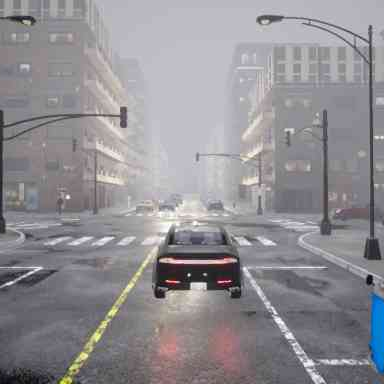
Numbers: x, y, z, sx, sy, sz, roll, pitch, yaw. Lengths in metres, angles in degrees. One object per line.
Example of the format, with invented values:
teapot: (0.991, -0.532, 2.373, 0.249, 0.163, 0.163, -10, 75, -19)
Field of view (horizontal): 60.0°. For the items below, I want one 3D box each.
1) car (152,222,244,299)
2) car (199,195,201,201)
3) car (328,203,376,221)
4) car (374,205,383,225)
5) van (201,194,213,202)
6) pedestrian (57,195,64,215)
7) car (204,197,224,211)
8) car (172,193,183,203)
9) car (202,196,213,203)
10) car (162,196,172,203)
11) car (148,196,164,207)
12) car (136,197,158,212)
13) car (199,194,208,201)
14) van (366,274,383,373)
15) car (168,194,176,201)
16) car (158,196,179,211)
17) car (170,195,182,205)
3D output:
car: (0.123, 1.494, 8.454, 2.128, 1.511, 4.902, 0, 0, 0)
car: (2.881, 1.552, 68.294, 1.752, 1.417, 4.829, 1, 0, 0)
car: (13.715, 1.608, 28.068, 4.097, 1.590, 1.967, 0, -1, 1)
car: (13.590, 1.583, 19.687, 4.313, 1.339, 1.947, 0, -1, 1)
van: (2.854, 1.362, 56.838, 1.690, 1.788, 3.998, 1, 0, 0)
pedestrian: (-12.457, 1.217, 31.392, 0.375, 1.860, 0.375, 0, -1, 1)
car: (2.807, 1.580, 39.911, 1.947, 1.339, 4.313, 1, 0, 0)
car: (-2.902, 1.245, 61.551, 2.150, 2.045, 5.566, 0, 0, 1)
car: (2.821, 1.567, 45.554, 2.008, 1.369, 4.403, 1, 0, 0)
car: (-5.485, 1.575, 73.789, 1.887, 1.381, 4.507, 1, 0, 0)
car: (-5.542, 1.459, 51.218, 1.967, 1.590, 4.097, 1, 0, 0)
car: (-5.573, 1.539, 39.763, 1.752, 1.417, 4.829, 1, 0, 0)
car: (2.928, 1.352, 85.051, 2.192, 1.841, 5.009, 1, 0, 0)
van: (2.679, 1.342, 1.965, 1.690, 1.788, 3.998, 1, 0, 0)
car: (-5.439, 1.480, 90.717, 1.967, 1.590, 4.097, 1, 0, 0)
car: (-2.995, 1.562, 40.910, 2.033, 1.411, 5.357, 0, 0, 0)
car: (-2.961, 1.544, 50.813, 1.812, 1.442, 4.674, 0, 0, 0)
